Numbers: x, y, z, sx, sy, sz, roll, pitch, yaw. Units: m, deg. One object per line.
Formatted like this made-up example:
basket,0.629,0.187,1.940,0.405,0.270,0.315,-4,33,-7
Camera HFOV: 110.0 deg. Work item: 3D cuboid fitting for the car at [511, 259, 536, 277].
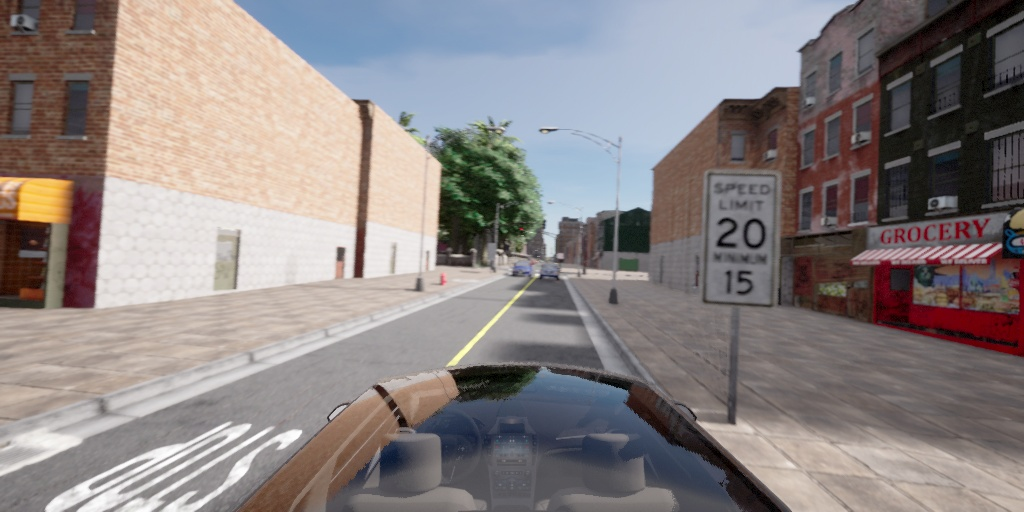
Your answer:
car,1.122,1.332,36.956,1.812,1.442,4.674,3,0,7

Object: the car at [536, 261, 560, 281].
car,3.523,1.473,33.670,2.033,1.411,5.357,3,0,7
